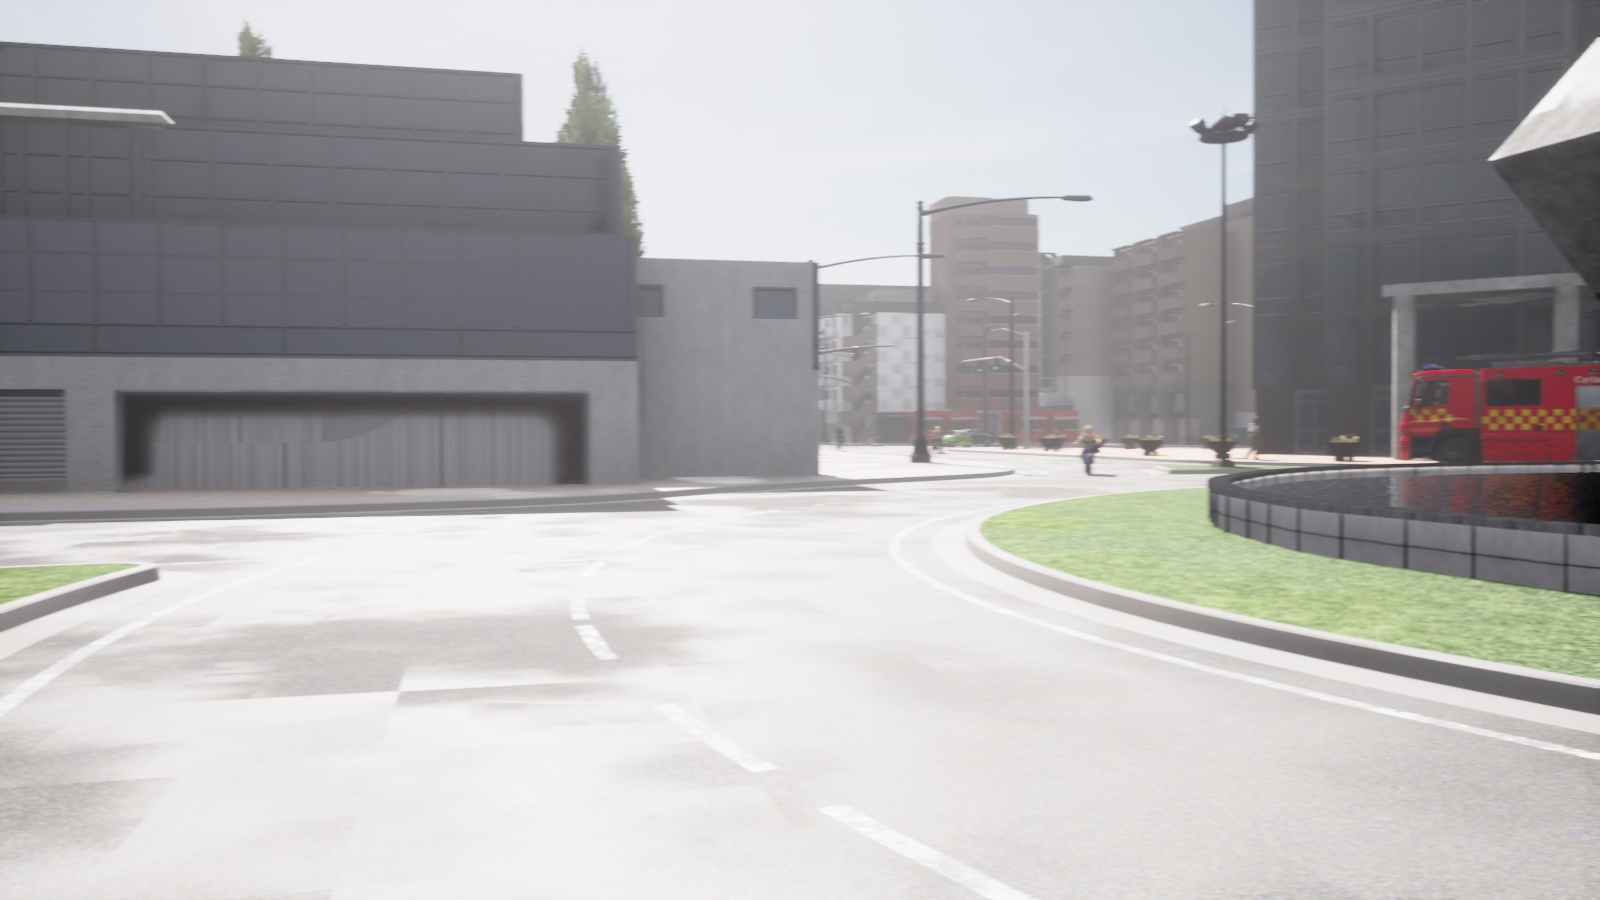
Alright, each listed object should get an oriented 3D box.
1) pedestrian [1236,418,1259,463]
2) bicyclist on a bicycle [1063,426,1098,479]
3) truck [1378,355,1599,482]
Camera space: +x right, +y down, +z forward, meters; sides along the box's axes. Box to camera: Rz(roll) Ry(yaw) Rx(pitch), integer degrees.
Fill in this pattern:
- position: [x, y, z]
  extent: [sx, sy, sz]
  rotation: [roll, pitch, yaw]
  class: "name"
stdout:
- position: [18.291, -0.386, 51.292]
  extent: [0.540, 1.848, 0.694]
  rotation: [0, 1, -28]
  class: "pedestrian"
- position: [8.908, 0.072, 39.816]
  extent: [0.866, 1.612, 1.509]
  rotation: [-1, 1, 20]
  class: "bicyclist on a bicycle"
- position: [23.467, -0.996, 40.371]
  extent: [8.468, 3.827, 2.891]
  rotation: [1, 1, 36]
  class: "truck"
